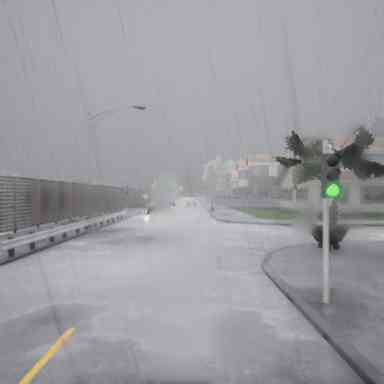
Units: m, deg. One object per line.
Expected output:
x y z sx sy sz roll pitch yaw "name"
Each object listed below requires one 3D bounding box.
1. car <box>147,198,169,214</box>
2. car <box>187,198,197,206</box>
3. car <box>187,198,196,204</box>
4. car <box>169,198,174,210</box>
-4.132 1.765 39.482 1.882 1.535 5.008 0 0 0 "car"
-0.070 2.016 67.600 1.812 1.442 4.674 0 0 0 "car"
-0.080 1.996 77.605 1.994 1.385 4.181 0 0 0 "car"
-4.138 1.923 49.486 1.994 1.385 4.181 0 0 0 "car"
